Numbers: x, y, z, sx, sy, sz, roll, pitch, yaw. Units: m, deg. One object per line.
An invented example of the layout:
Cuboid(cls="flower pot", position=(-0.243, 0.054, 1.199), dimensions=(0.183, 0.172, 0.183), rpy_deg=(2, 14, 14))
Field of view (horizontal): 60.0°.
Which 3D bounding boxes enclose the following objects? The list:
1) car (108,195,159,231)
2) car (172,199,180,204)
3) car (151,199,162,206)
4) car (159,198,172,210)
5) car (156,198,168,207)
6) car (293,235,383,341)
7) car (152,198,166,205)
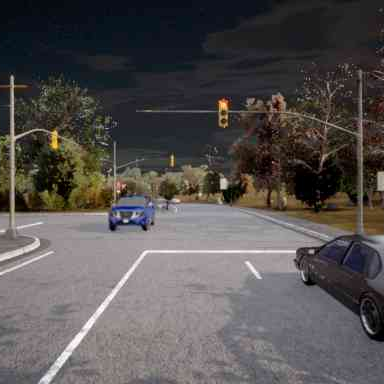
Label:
Cuboid(cls="car", position=(-3.583, 1.224, 20.721), dimensions=(2.150, 2.045, 5.566), rpy_deg=(0, 0, 0))
Cuboid(cls="car", position=(-4.416, 2.364, 83.277), dimensions=(1.812, 1.442, 4.674), rpy_deg=(0, -1, -22))
Cuboid(cls="car", position=(-7.542, 2.144, 70.242), dimensions=(1.994, 1.385, 4.181), rpy_deg=(0, -1, -13))
Cuboid(cls="car", position=(-3.972, 1.562, 42.800), dimensions=(2.128, 1.511, 4.902), rpy_deg=(0, -1, -3))
Cuboid(cls="car", position=(-5.215, 1.775, 57.233), dimensions=(1.882, 1.535, 5.008), rpy_deg=(0, -1, -8))
Cuboid(cls="car", position=(3.610, 1.547, 6.425), dimensions=(2.033, 1.411, 5.357), rpy_deg=(0, 0, 0))
Cuboid(cls="car", position=(-8.285, 2.353, 83.477), dimensions=(1.882, 1.535, 5.008), rpy_deg=(0, -1, -25))
